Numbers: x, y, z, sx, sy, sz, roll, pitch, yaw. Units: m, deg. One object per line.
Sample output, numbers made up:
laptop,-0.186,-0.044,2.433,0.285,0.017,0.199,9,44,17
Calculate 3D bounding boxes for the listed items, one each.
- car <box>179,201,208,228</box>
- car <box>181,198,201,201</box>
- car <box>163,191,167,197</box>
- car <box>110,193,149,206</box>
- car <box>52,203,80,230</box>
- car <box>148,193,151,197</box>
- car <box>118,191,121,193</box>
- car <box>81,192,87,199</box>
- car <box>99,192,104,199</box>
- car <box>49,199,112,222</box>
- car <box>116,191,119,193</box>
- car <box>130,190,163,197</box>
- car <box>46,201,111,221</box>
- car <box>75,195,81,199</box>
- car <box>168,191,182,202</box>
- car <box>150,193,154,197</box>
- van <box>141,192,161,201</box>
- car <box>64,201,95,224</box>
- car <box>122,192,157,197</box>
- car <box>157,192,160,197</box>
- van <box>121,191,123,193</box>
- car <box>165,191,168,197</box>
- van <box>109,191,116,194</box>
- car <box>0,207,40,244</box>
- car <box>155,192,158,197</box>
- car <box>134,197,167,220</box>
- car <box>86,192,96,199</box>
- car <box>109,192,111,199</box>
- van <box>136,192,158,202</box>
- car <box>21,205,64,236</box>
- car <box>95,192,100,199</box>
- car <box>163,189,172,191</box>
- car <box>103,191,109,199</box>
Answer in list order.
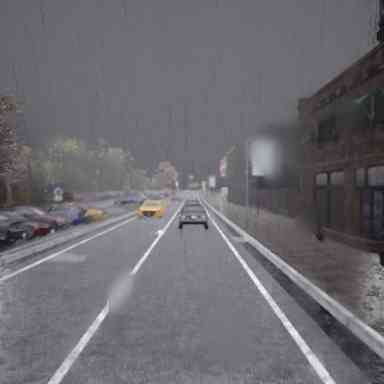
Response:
car,0.084,1.536,22.053,2.033,1.411,5.357,0,0,0
car,0.070,1.457,41.724,2.128,1.511,4.902,0,0,0
car,-9.263,1.233,81.966,4.674,1.452,2.002,0,1,0
car,-9.465,1.355,50.861,4.792,1.488,2.163,0,0,0
car,-9.336,1.562,19.319,4.674,1.452,2.002,0,0,0
car,-9.423,1.360,53.688,4.674,1.452,2.002,0,0,0
car,-21.775,0.959,87.500,4.553,1.767,2.185,0,1,0
car,-21.964,1.308,59.246,5.008,1.535,2.097,0,0,0
car,-21.875,1.316,70.540,4.792,1.488,2.163,0,0,0
car,-9.132,1.519,24.884,5.366,1.575,1.946,0,0,0
car,-21.854,1.167,84.806,4.792,1.488,2.163,0,1,0
car,-9.315,1.042,67.816,5.566,2.045,2.435,0,0,0
car,-9.326,1.562,27.527,4.674,1.452,2.002,-1,0,1
car,-21.953,1.188,56.546,4.553,1.767,2.185,0,0,0
car,-3.254,1.160,70.092,2.097,1.767,4.553,0,0,0
car,-9.407,1.355,56.514,4.674,1.452,2.002,0,0,0
van,-9.414,1.048,76.173,4.442,1.987,1.878,0,0,0
car,-9.355,1.551,22.102,4.792,1.488,2.163,0,0,0
car,-9.575,1.307,59.340,5.366,1.575,1.946,0,0,0
car,-9.364,1.299,64.990,5.008,1.535,2.097,0,0,0
van,-21.907,0.801,90.445,4.442,1.987,1.878,0,1,0
car,-9.245,1.138,84.790,5.008,1.535,2.097,0,1,0
van,-21.720,0.966,81.974,4.442,1.987,1.878,0,1,0
car,-9.342,1.523,13.752,4.892,1.521,2.231,0,0,0
car,-9.369,1.304,62.165,5.008,1.535,2.097,0,0,0
car,-3.368,1.461,28.439,1.882,1.535,5.008,0,0,0
car,-21.943,1.298,65.018,4.892,1.521,2.231,0,0,0
car,-21.867,1.272,76.199,5.008,1.535,2.097,0,0,0
van,-9.444,1.062,70.642,4.442,1.987,1.878,0,0,0
car,-9.312,1.552,16.535,4.792,1.488,2.163,0,0,0
car,-21.891,1.321,67.717,4.792,1.488,2.163,0,0,0
car,-9.232,0.721,93.261,5.566,2.045,2.435,0,1,0
car,-21.861,1.030,73.364,5.566,2.045,2.435,0,0,0
